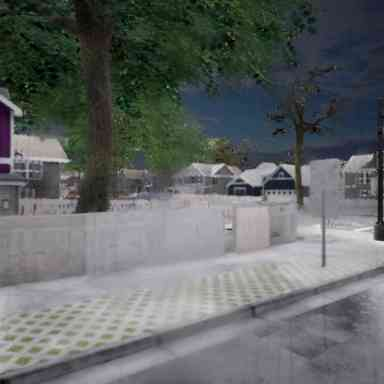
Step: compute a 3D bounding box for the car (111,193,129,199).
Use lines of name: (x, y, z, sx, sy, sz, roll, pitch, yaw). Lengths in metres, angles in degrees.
car: (-13.520, 0.993, 58.437, 2.097, 1.767, 4.553, 1, 0, -39)

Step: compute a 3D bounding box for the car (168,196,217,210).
car: (0.258, 1.399, 31.036, 1.882, 1.535, 5.008, 1, 0, -39)

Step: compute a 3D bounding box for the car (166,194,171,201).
car: (-4.823, 1.144, 52.973, 2.097, 1.767, 4.553, 1, 0, -40)

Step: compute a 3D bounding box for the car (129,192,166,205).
car: (-6.735, 1.004, 50.172, 2.150, 2.045, 5.566, 1, 0, -39)

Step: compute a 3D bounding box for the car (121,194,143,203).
car: (-11.019, 1.168, 60.511, 1.837, 1.490, 4.892, 1, 0, -39)
